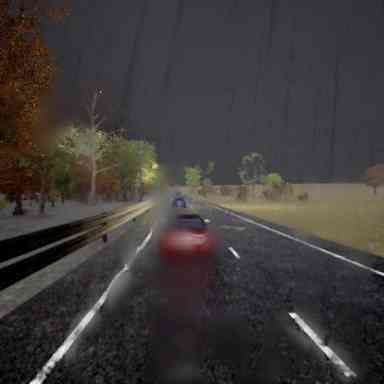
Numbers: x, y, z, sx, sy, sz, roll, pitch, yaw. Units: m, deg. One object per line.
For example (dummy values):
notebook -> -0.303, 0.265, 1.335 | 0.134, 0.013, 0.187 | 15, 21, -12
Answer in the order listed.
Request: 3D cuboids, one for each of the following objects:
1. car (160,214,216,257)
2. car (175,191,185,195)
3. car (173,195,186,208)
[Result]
car -> -0.219, 1.560, 12.996 | 1.994, 1.385, 4.181 | 0, 0, -3
car -> -3.228, 1.275, 78.446 | 2.097, 1.767, 4.553 | 0, 0, -3
car -> -1.814, 1.497, 47.679 | 1.812, 1.442, 4.674 | 0, 0, -3
